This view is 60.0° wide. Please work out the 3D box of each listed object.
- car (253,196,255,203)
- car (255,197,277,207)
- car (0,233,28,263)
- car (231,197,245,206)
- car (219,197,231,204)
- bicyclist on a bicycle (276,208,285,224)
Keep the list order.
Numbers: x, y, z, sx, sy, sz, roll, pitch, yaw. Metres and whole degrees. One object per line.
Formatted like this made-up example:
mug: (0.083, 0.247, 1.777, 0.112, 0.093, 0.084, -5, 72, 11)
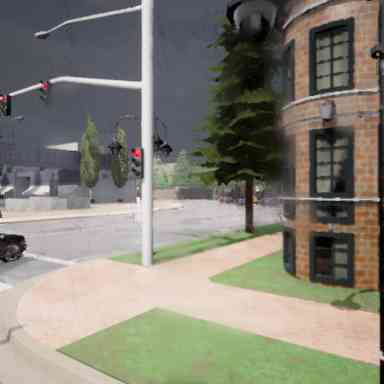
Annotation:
car: (10.723, 1.514, 62.100, 1.882, 1.535, 5.008, 0, 0, -11)
car: (11.683, 1.574, 51.480, 2.033, 1.411, 5.357, 0, 0, 1)
car: (-6.670, 1.563, 9.076, 2.033, 1.411, 5.357, 0, 0, 2)
car: (8.106, 1.597, 54.259, 1.994, 1.385, 4.181, 0, 0, -2)
car: (6.737, 1.644, 64.222, 1.895, 1.301, 4.718, 0, 0, -15)
bicyclist on a bicycle: (6.319, 1.313, 21.864, 1.656, 1.620, 0.582, 0, 0, 34)
